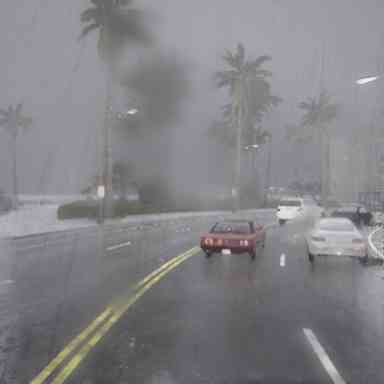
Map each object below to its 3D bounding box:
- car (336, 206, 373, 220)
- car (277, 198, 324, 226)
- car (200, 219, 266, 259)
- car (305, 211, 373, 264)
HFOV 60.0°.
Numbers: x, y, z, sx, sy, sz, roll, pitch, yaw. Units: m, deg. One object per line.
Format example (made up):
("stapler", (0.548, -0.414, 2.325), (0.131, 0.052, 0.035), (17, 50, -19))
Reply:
("car", (11.574, 1.738, 23.991), (1.882, 1.535, 5.008), (0, 0, 39))
("car", (8.510, 1.485, 25.811), (2.150, 2.045, 5.566), (0, -1, 38))
("car", (1.840, 1.732, 13.247), (1.895, 1.301, 4.718), (0, -1, 18))
("car", (5.286, 1.659, 12.452), (1.812, 1.442, 4.674), (0, 0, 19))
